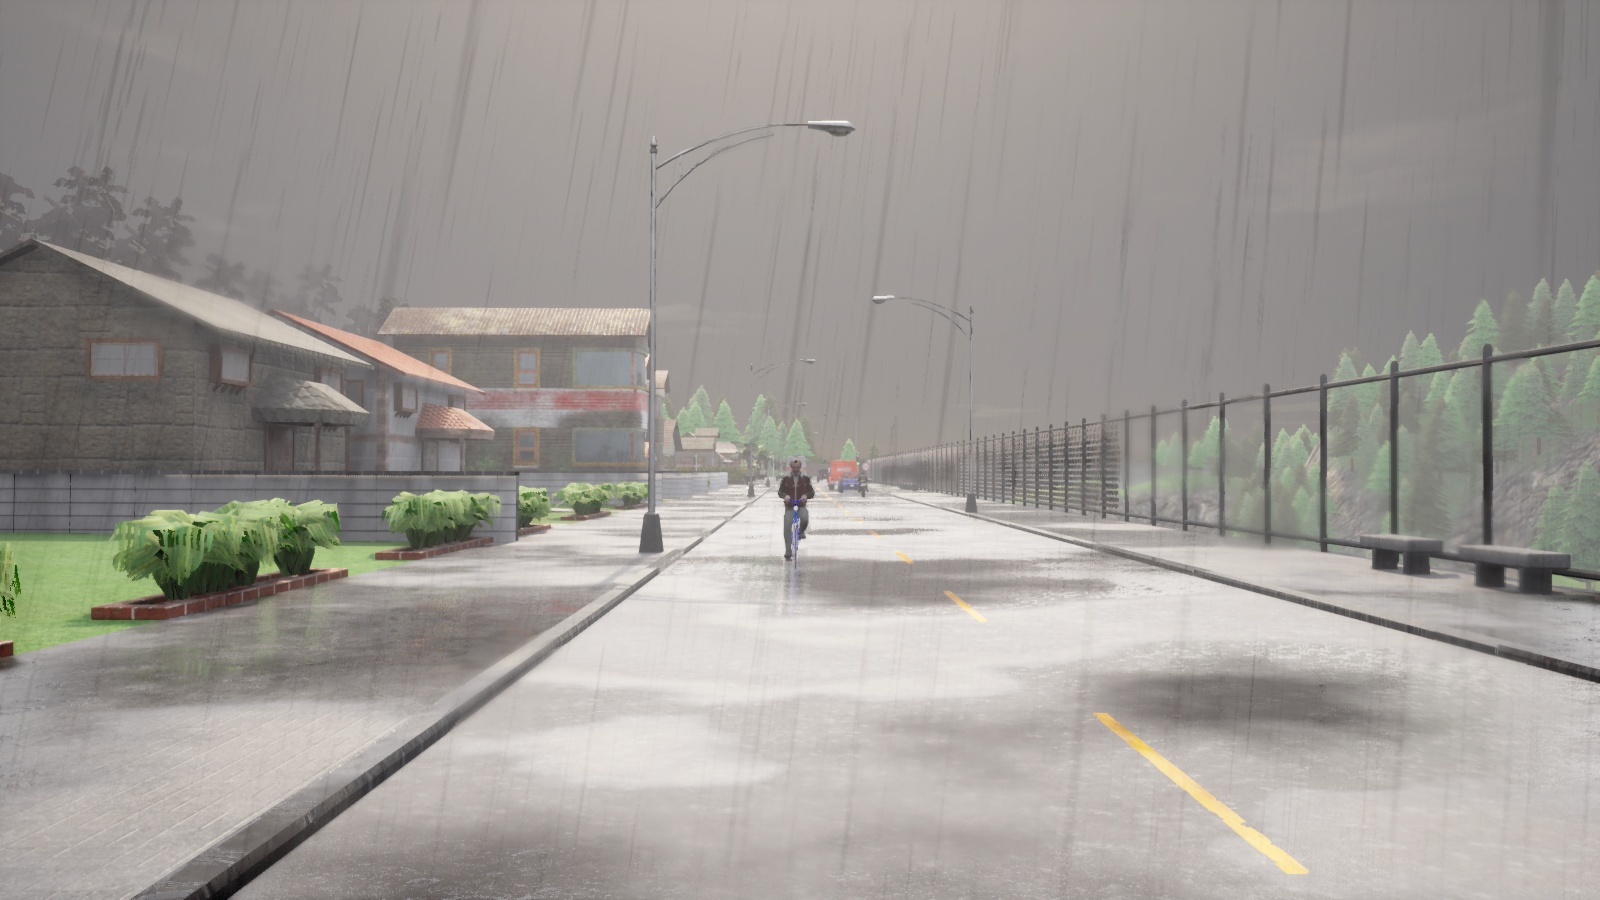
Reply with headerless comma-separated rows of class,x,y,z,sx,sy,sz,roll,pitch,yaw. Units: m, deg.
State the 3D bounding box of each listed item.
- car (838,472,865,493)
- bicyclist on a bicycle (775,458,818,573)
car,3.724,2.348,91.639,1.816,1.474,4.193,0,-1,0
bicyclist on a bicycle,-0.061,1.025,20.254,0.659,1.776,1.843,0,-1,0
